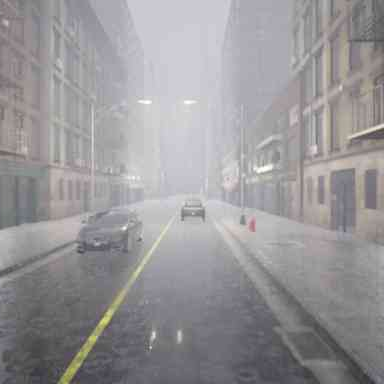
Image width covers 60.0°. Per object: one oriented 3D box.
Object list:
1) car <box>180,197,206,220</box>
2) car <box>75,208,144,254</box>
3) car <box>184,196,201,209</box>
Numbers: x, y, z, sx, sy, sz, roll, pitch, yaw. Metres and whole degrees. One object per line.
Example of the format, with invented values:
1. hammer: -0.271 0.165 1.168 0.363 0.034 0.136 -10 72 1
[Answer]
1. car: 0.097 1.390 26.720 2.128 1.511 4.902 0 0 0
2. car: -3.102 1.450 13.294 1.837 1.490 4.892 0 0 0
3. car: 0.089 1.357 44.335 2.163 1.488 4.792 0 0 0
